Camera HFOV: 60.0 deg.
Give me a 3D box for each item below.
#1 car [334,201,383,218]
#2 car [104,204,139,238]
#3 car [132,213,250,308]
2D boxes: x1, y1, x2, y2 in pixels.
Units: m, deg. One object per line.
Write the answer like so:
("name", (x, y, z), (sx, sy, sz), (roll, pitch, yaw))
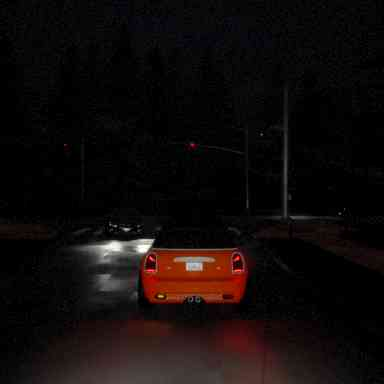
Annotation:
("car", (14.337, 1.438, 27.330), (4.718, 1.301, 1.895), (0, 0, 0))
("car", (-3.667, 1.474, 18.049), (1.837, 1.490, 4.892), (3, 1, -14))
("car", (0.049, 1.352, 8.086), (2.097, 1.767, 4.553), (0, 0, 0))
